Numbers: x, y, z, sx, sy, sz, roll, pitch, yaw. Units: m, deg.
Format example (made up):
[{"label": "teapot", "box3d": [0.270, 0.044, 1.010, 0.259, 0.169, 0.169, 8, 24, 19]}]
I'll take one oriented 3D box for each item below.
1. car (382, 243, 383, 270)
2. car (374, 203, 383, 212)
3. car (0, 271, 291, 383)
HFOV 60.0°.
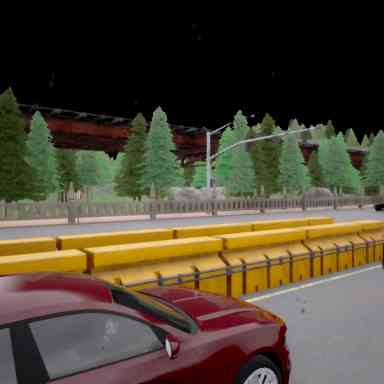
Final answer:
[{"label": "car", "box3d": [6.953, 1.478, 8.731, 5.008, 1.535, 1.882, 0, 0, -35]}, {"label": "car", "box3d": [22.275, 1.601, 37.069, 4.718, 1.301, 1.895, 0, 0, -35]}, {"label": "car", "box3d": [-1.238, 1.478, 2.862, 5.008, 1.535, 1.882, 0, 0, -35]}]
